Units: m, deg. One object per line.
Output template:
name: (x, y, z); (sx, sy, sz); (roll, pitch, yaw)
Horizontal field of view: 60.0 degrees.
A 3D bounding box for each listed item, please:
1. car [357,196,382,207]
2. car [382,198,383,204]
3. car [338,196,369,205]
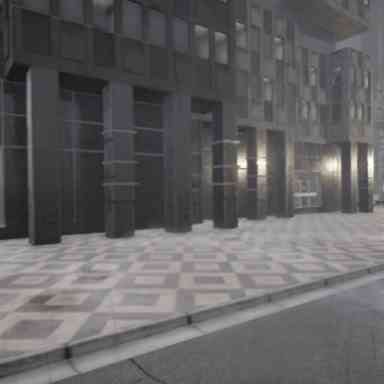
car: (24.288, 1.585, 48.089); (1.887, 1.381, 4.507); (-1, 1, -36)
car: (31.074, 1.473, 53.253); (1.947, 1.339, 4.313); (-1, 1, -36)
car: (27.912, 1.436, 57.648); (1.887, 1.381, 4.507); (-1, 1, -36)
